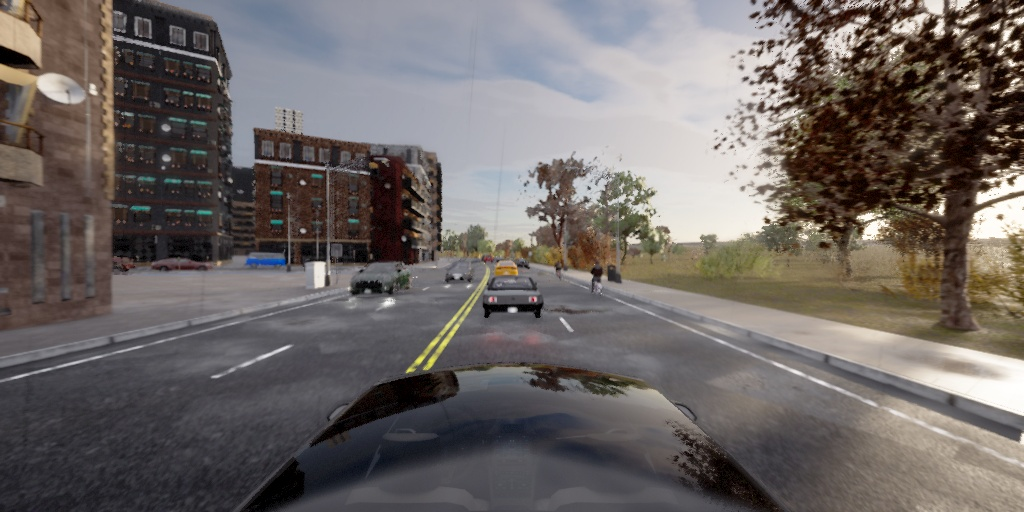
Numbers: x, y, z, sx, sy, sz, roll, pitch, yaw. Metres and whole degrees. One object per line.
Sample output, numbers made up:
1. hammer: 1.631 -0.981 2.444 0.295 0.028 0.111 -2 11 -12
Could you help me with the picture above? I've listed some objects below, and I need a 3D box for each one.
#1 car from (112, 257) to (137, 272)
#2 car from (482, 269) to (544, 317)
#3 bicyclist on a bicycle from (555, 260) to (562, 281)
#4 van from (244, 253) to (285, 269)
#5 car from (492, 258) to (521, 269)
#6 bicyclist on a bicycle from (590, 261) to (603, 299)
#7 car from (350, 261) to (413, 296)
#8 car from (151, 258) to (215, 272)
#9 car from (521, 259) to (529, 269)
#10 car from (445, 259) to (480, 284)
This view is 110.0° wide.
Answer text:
1. car: -34.124 0.475 29.095 5.009 1.841 2.192 0 0 -32
2. car: -0.010 1.332 12.985 1.895 1.301 4.718 0 0 -1
3. bicyclist on a bicycle: 3.625 1.153 27.965 0.582 1.620 1.656 0 0 -2
4. van: -28.938 0.583 42.231 3.998 1.789 1.690 0 0 -32
5. car: -0.549 1.174 31.045 1.882 1.535 5.008 0 0 -2
6. bicyclist on a bicycle: 3.956 1.093 16.897 0.659 1.776 1.843 0 0 -1
7. car: -6.836 1.075 19.137 2.097 1.767 4.553 0 0 -1
8. car: -29.350 0.821 32.084 4.207 1.307 1.802 0 0 -32
9. car: 1.410 1.154 53.069 1.837 1.490 4.892 0 1 -4
10. car: -3.800 1.200 26.791 2.128 1.511 4.902 0 0 -2
